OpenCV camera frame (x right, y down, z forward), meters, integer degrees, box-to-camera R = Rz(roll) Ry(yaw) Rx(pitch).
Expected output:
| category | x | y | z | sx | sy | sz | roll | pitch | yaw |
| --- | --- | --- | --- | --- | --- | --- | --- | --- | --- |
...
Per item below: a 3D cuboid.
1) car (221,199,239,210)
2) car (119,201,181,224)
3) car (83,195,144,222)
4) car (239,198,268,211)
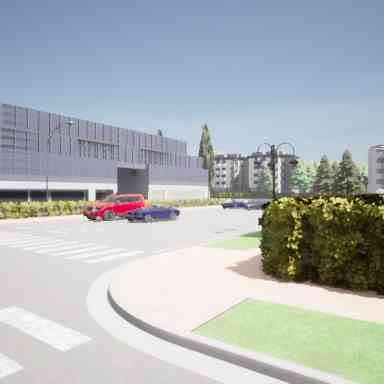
| category | x | y | z | sx | sy | sz | roll | pitch | yaw |
| --- | --- | --- | --- | --- | --- | --- | --- | --- | --- |
| car | 5.714 | 1.617 | 44.058 | 1.895 | 1.301 | 4.718 | 0 | 0 | 35 |
| car | -2.989 | 1.617 | 25.635 | 1.895 | 1.301 | 4.718 | 0 | 0 | 35 |
| car | -6.156 | 1.237 | 27.214 | 2.150 | 2.045 | 5.566 | 0 | 0 | 35 |
| car | 8.188 | 1.507 | 41.512 | 2.128 | 1.511 | 4.902 | 0 | 0 | 35 |
